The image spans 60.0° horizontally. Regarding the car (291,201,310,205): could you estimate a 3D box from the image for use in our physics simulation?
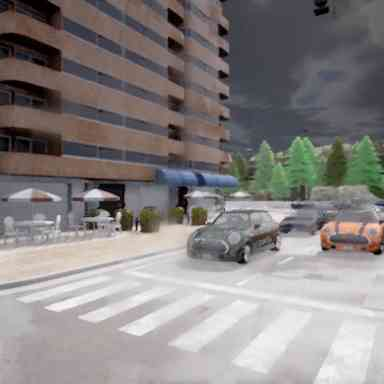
[{"bbox_3d":[17.114,2.060,50.077,1.895,1.301,4.718,0,-1,-26],"label":"car"}]

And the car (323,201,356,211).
[{"bbox_3d":[21.551,1.978,48.852,1.994,1.385,4.181,0,-1,-24],"label":"car"}]

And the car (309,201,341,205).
[{"bbox_3d":[11.733,1.763,29.459,1.837,1.490,4.892,-1,-1,16],"label":"car"}]

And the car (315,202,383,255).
[{"bbox_3d":[6.899,1.465,13.977,2.097,1.767,4.553,-1,-1,33],"label":"car"}]

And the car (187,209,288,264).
[{"bbox_3d":[1.725,1.484,12.518,2.097,1.767,4.553,-1,-1,34],"label":"car"}]

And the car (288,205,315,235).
[{"bbox_3d":[7.051,1.733,20.354,2.033,1.411,5.357,-1,-1,34],"label":"car"}]

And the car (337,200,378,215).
[{"bbox_3d":[19.773,1.816,40.072,2.128,1.511,4.902,0,-1,-6],"label":"car"}]

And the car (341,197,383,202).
[{"bbox_3d":[15.805,1.473,31.406,2.150,2.045,5.566,-1,-1,10],"label":"car"}]
